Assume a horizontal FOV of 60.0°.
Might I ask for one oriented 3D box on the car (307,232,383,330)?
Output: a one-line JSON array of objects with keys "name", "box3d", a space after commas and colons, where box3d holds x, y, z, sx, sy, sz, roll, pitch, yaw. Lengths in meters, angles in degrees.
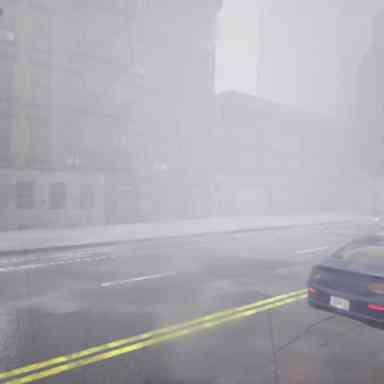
[{"name": "car", "box3d": [4.107, 1.512, 6.368, 4.674, 1.442, 1.812, 0, 0, -35]}]
